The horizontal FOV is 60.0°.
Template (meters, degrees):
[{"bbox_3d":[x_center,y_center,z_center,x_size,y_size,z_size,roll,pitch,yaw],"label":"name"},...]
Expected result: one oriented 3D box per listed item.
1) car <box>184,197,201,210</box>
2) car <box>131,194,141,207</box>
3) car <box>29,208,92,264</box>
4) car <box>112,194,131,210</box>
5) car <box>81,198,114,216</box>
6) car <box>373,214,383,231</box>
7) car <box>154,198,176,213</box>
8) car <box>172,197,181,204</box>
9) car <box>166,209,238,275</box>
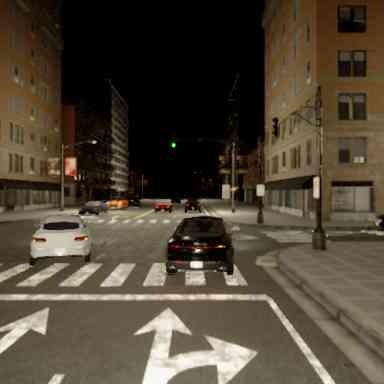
[{"bbox_3d":[0.098,1.586,38.927,1.812,1.442,4.674,0,0,0],"label":"car"},{"bbox_3d":[-9.752,1.301,54.176,2.150,2.045,5.566,0,0,0],"label":"car"},{"bbox_3d":[-4.628,1.543,11.904,1.812,1.442,4.674,0,0,-19],"label":"car"},{"bbox_3d":[-9.822,1.418,43.763,2.097,1.767,4.553,0,0,0],"label":"car"},{"bbox_3d":[-9.847,1.601,33.872,2.033,1.411,5.357,0,0,0],"label":"car"},{"bbox_3d":[13.055,1.563,19.104,4.902,1.511,2.128,0,0,-1],"label":"car"},{"bbox_3d":[-3.153,1.660,38.025,1.895,1.301,4.718,0,0,0],"label":"car"},{"bbox_3d":[-3.223,1.619,65.660,1.812,1.442,4.674,0,0,1],"label":"car"},{"bbox_3d":[0.425,1.523,10.526,1.837,1.490,4.892,-1,0,7],"label":"car"}]
